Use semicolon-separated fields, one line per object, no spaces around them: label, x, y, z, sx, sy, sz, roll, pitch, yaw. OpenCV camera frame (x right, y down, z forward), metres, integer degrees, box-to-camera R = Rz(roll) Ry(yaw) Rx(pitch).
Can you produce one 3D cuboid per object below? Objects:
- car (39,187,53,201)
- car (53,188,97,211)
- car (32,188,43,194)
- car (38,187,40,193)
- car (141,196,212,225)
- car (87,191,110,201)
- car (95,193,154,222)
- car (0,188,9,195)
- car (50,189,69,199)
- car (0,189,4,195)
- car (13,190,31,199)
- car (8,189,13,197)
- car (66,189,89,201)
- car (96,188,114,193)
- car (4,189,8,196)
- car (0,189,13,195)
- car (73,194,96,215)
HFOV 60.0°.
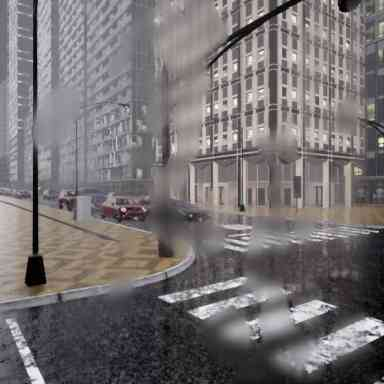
car;-20.525;0.441;49.077;2.097;1.767;4.553;0;1;-36
car;-11.090;0.729;31.295;2.192;1.841;5.009;1;0;-36
car;-40.002;-0.213;86.112;1.947;1.339;4.313;1;0;-36
car;-33.514;-0.020;77.041;1.887;1.381;4.507;1;0;-36
car;-0.991;1.222;21.599;2.033;1.411;5.357;0;1;-36
car;-14.050;0.644;49.829;1.947;1.339;4.313;1;0;-36
car;-4.608;1.069;22.228;1.967;1.590;4.097;1;0;-36
car;-43.526;-0.112;76.633;1.887;1.381;4.507;1;0;-36
car;-23.132;0.329;58.050;1.882;1.535;5.008;0;1;-36
car;-37.040;0.107;67.566;2.008;1.369;4.403;1;0;-36
car;-27.311;0.422;53.965;1.887;1.381;4.507;1;0;-36
car;-30.554;0.321;58.498;2.008;1.369;4.403;1;0;-36
car;-17.187;0.400;49.737;2.097;1.767;4.553;0;1;-36
car;-10.612;0.577;35.054;2.150;2.045;5.566;0;1;-36
car;-33.797;0.208;63.032;1.887;1.381;4.507;1;0;-36
car;-40.283;0.016;72.100;1.947;1.339;4.313;1;0;-36
car;-7.855;1.103;26.762;1.802;1.307;4.206;1;0;-36
